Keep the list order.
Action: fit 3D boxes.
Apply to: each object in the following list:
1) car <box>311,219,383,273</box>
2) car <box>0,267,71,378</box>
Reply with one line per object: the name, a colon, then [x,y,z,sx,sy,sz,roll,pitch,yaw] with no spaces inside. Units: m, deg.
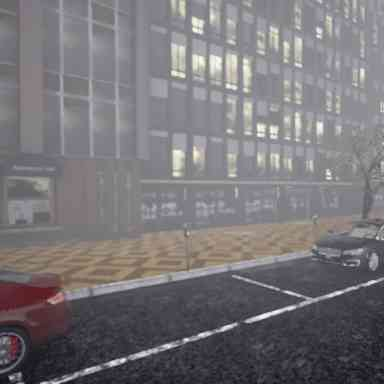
car: [5.590,1.564,10.559,4.403,1.369,2.008,0,-1,-36]
car: [-3.662,1.581,3.955,4.206,1.307,1.802,0,-1,-36]
